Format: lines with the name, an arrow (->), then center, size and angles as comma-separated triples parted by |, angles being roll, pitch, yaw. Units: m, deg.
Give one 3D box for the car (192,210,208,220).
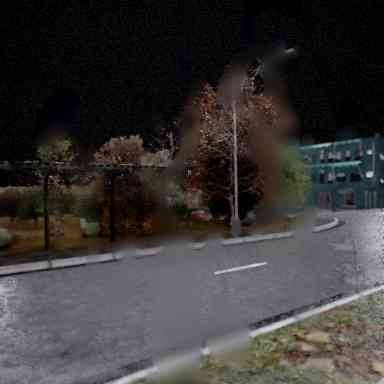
car -> 1.375, 4.474, 63.867 | 2.150, 2.045, 5.566 | -1, -5, -17
